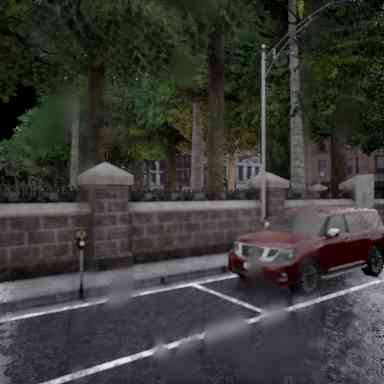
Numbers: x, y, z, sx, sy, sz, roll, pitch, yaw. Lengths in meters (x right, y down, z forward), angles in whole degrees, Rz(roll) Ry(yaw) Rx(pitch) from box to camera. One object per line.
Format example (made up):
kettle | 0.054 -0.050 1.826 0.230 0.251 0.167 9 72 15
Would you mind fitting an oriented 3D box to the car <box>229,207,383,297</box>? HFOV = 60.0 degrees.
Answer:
car | 3.308 1.347 8.892 5.009 1.841 2.192 0 0 -35
